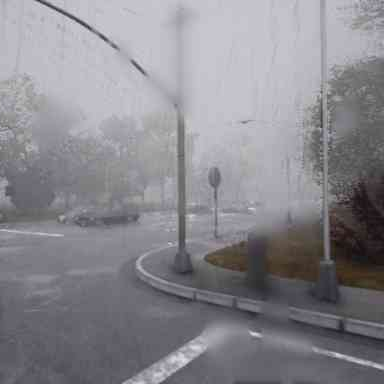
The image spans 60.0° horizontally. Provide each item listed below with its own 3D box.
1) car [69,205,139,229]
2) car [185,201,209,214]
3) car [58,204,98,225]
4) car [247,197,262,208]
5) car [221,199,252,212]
[{"bbox_3d":[-6.026,1.839,23.861,1.895,1.301,4.718,-1,0,32],"label":"car"},{"bbox_3d":[0.342,1.815,40.469,1.812,1.442,4.674,-1,0,32],"label":"car"},{"bbox_3d":[-8.375,1.776,26.699,2.128,1.511,4.902,-1,0,32],"label":"car"},{"bbox_3d":[9.978,1.699,55.528,2.097,1.767,4.553,-1,0,32],"label":"car"},{"bbox_3d":[5.404,1.846,41.916,1.895,1.301,4.718,-1,0,32],"label":"car"}]
